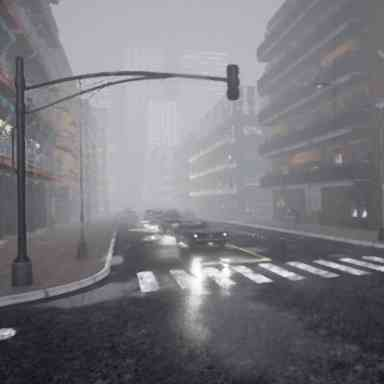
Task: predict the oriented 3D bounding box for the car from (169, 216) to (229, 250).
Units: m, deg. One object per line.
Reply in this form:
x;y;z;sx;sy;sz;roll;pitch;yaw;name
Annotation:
0.336;2.185;17.664;1.895;1.301;4.718;-1;-2;-15;car

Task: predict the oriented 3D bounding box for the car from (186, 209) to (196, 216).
-0.569;3.226;49.744;1.802;1.307;4.206;-2;-2;-12;car

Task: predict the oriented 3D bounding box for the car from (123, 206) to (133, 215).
-14.581;4.154;75.418;2.192;1.841;5.009;-2;-2;-12;car

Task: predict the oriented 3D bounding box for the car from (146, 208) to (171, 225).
-3.658;2.821;36.484;1.812;1.442;4.674;-1;-2;-12;car

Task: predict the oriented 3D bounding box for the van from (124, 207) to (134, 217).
-12.234;3.764;64.470;1.690;1.788;3.998;-2;-2;-12;van

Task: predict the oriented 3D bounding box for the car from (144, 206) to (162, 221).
-5.772;3.184;46.659;1.837;1.490;4.892;-1;-2;-11;car

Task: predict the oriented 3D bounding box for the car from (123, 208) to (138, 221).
-8.738;3.383;48.034;1.802;1.307;4.206;-2;-2;-12;car

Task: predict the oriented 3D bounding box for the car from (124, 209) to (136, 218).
-11.063;3.766;58.987;2.008;1.369;4.403;-2;-2;-12;car

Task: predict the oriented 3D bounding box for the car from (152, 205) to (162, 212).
-9.877;4.619;93.562;2.192;1.841;5.009;-2;-2;-12;car

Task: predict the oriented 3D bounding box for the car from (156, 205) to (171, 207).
-5.086;3.558;58.113;1.812;1.442;4.674;-1;-2;-12;car

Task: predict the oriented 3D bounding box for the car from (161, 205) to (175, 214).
-5.228;3.789;71.657;2.192;1.841;5.009;-2;-2;-12;car

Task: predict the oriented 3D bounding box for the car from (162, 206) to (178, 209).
-2.886;3.152;47.985;1.837;1.490;4.892;-1;-2;-11;car

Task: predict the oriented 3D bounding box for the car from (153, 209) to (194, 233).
-1.622;2.423;26.861;2.128;1.511;4.902;-1;-2;-12;car

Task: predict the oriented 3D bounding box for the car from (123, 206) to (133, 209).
-9.905;3.449;53.514;1.967;1.590;4.097;-2;-2;-12;car

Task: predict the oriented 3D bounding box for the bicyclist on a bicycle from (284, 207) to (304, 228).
7.680;1.932;25.044;1.656;1.620;0.582;-1;-2;-12;bicyclist on a bicycle
